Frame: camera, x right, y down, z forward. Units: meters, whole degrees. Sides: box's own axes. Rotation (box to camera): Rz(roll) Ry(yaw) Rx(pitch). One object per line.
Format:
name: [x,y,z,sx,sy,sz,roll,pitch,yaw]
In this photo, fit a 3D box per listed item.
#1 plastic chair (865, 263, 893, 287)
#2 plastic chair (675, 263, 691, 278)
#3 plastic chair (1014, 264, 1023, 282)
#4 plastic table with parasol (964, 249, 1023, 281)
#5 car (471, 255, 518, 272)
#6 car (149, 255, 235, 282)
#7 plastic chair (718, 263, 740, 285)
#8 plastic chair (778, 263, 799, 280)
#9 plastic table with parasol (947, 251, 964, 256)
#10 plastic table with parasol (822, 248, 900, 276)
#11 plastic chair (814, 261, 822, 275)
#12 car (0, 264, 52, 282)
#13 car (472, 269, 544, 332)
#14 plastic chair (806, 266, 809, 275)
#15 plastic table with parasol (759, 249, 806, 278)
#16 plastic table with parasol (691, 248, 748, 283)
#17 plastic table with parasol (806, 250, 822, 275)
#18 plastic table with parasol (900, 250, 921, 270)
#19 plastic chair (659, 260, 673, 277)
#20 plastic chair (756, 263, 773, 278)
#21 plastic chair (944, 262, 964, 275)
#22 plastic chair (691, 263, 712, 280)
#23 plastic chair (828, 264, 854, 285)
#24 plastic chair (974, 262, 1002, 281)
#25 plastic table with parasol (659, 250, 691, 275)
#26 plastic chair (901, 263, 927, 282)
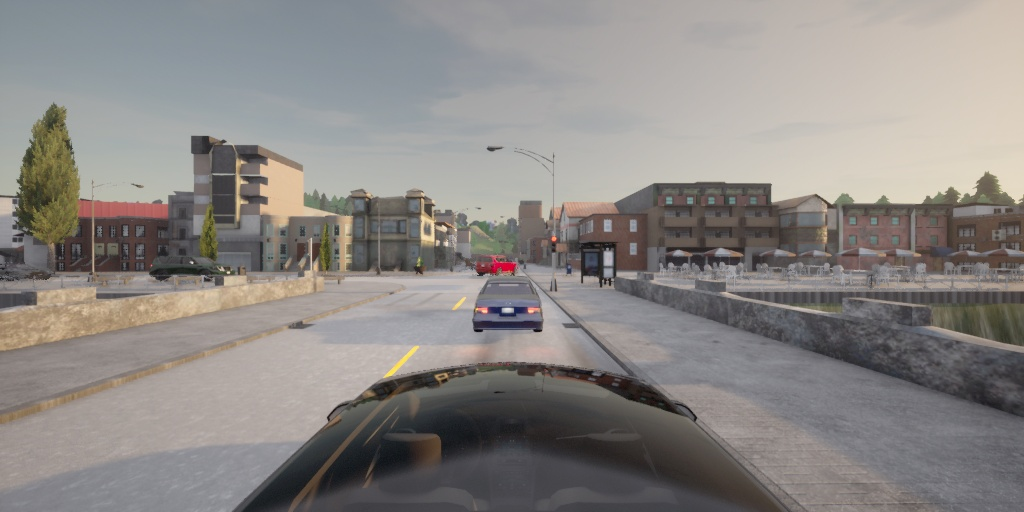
plastic chair: [23.363,1.279,22.841,0.750,1.272,0.730,0,0,-1]
plastic chair: [15.329,1.279,32.025,0.750,1.272,0.730,0,0,-1]
plastic chair: [37.420,1.279,25.944,0.750,1.272,0.730,0,0,-1]
plastic table with parasol: [37.391,0.675,27.254,2.482,2.480,2.482,0,0,-1]
car: [-1.425,0.972,35.008,2.150,2.045,5.566,1,1,28]
car: [-25.228,0.971,28.382,5.566,2.045,2.150,0,0,-1]
plastic chair: [14.642,1.279,24.215,0.750,1.272,0.730,0,0,-1]
plastic chair: [22.373,1.279,29.027,0.750,1.272,0.730,0,0,-1]
plastic table with parasol: [46.169,0.675,36.452,2.482,2.480,2.482,0,0,-1]
plastic table with parasol: [23.443,0.675,24.192,2.482,2.480,2.482,0,0,-1]
plastic chair: [29.405,1.279,33.829,0.750,1.272,0.730,0,0,-1]
car: [-39.201,1.313,28.190,4.181,1.385,1.994,0,0,-1]
car: [-0.104,1.297,10.772,2.033,1.411,5.357,0,0,0]
plastic chair: [28.285,1.279,35.213,0.730,1.272,0.750,0,0,-1]
plastic table with parasol: [22.454,0.675,30.378,2.482,2.480,2.482,0,0,-1]
plastic table with parasol: [14.794,0.675,25.477,2.482,2.480,2.482,0,0,-1]
plastic table with parasol: [29.714,0.675,35.204,2.482,2.480,2.482,0,0,-1]
plastic table with parasol: [30.097,0.675,28.118,2.482,2.480,2.482,0,0,-1]
plastic chair: [14.209,1.279,33.409,0.730,1.272,0.750,0,0,-1]
plastic chair: [21.253,1.279,30.411,0.730,1.272,0.750,0,0,-1]
plastic chair: [44.967,1.279,36.554,0.730,1.272,0.750,0,0,-1]
plastic chair: [13.522,1.279,25.599,0.730,1.272,0.750,0,0,-1]
plastic chair: [22.243,1.279,24.224,0.730,1.272,0.750,0,0,-1]
plastic chair: [36.262,1.279,27.325,0.730,1.272,0.750,0,0,-1]
plastic table with parasol: [15.431,0.675,33.307,2.482,2.480,2.482,0,0,-1]
plastic chair: [30.106,1.279,26.838,0.750,1.272,0.730,0,0,-1]
